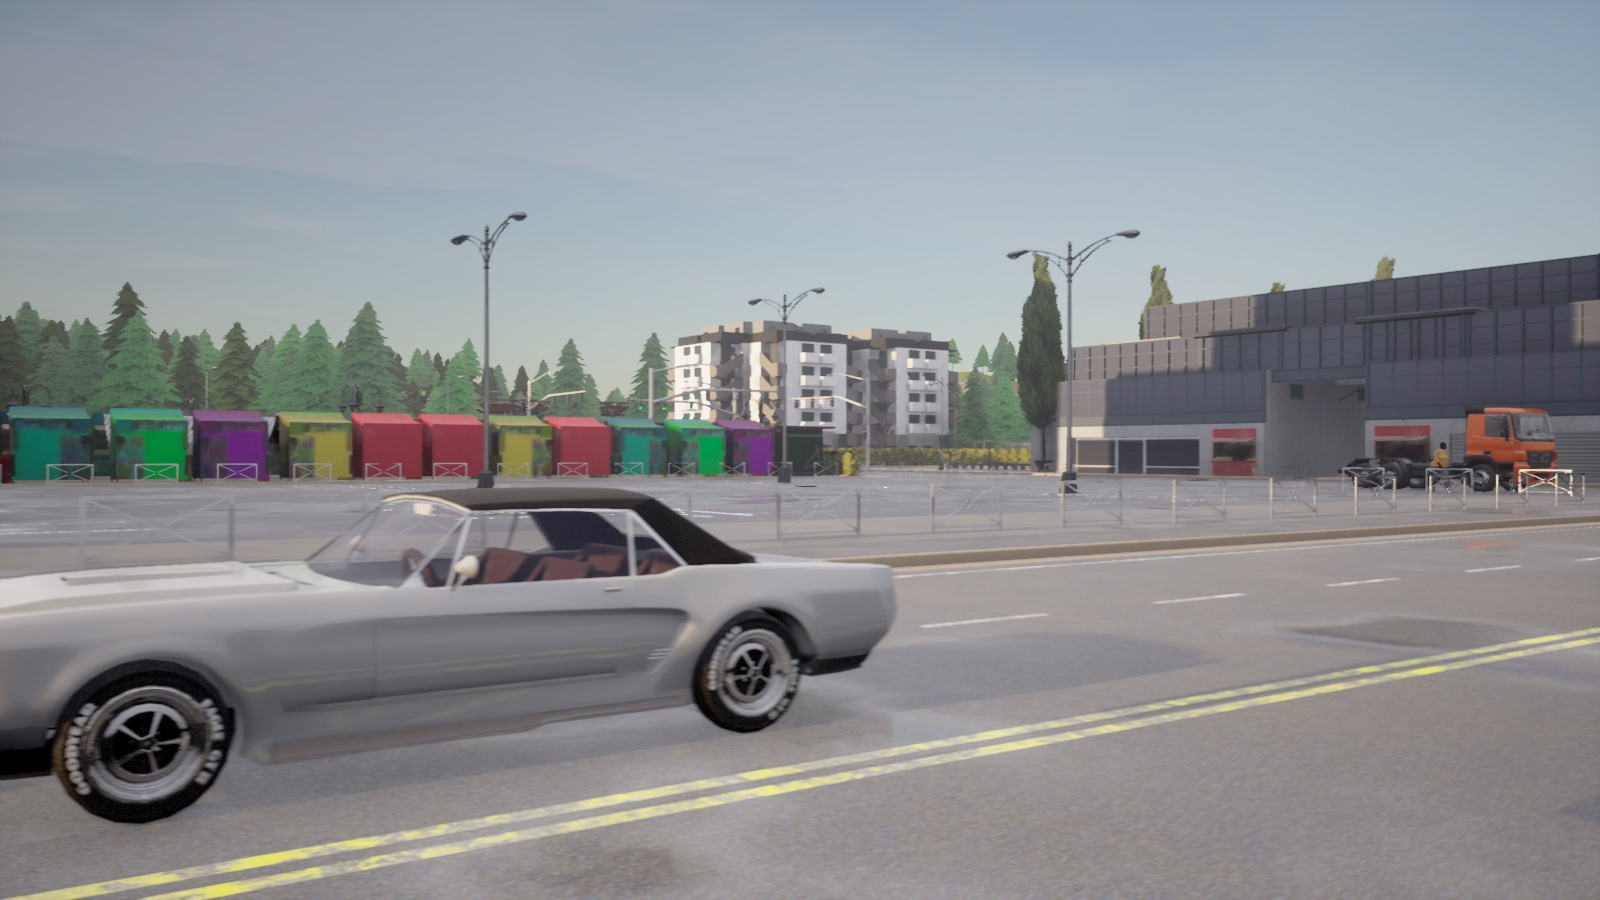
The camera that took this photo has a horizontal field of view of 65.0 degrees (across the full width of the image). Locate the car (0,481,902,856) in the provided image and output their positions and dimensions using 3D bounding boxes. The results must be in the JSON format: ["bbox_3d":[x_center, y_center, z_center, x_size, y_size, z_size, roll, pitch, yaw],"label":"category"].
[{"bbox_3d":[-1.897,0.865,6.603,4.718,1.301,1.895,0,0,-35],"label":"car"}]

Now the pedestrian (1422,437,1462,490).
[{"bbox_3d":[22.605,0.464,44.241,0.874,1.855,0.900,0,0,-19],"label":"pedestrian"}]

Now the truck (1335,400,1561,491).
[{"bbox_3d":[26.660,-0.166,52.085,2.891,3.462,7.936,0,0,-33],"label":"truck"}]
